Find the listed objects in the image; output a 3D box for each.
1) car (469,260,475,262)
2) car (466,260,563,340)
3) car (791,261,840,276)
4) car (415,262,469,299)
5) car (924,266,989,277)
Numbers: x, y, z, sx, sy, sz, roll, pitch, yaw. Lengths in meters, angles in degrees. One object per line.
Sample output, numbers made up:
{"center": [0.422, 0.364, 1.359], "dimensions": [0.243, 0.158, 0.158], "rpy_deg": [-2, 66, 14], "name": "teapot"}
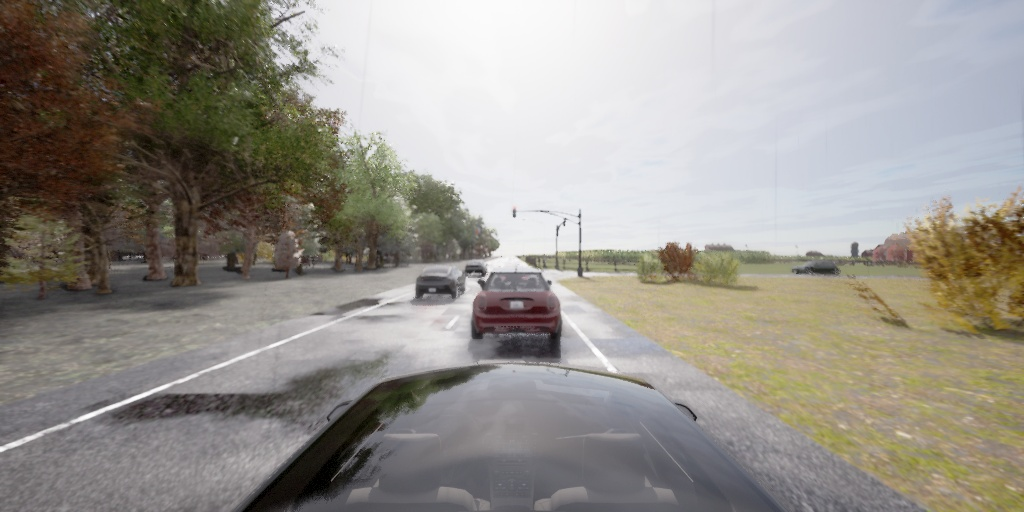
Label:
{"center": [-3.438, 1.128, 34.982], "dimensions": [1.837, 1.490, 4.892], "rpy_deg": [0, 1, 0], "name": "car"}
{"center": [0.088, 1.072, 10.015], "dimensions": [2.097, 1.767, 4.553], "rpy_deg": [0, 0, -1], "name": "car"}
{"center": [35.656, 1.386, 42.251], "dimensions": [4.553, 1.767, 2.097], "rpy_deg": [1, -1, 0], "name": "car"}
{"center": [-3.417, 1.195, 17.777], "dimensions": [1.837, 1.490, 4.892], "rpy_deg": [0, 1, 0], "name": "car"}
{"center": [47.278, 1.607, 38.608], "dimensions": [4.902, 1.511, 2.128], "rpy_deg": [1, -1, 1], "name": "car"}
